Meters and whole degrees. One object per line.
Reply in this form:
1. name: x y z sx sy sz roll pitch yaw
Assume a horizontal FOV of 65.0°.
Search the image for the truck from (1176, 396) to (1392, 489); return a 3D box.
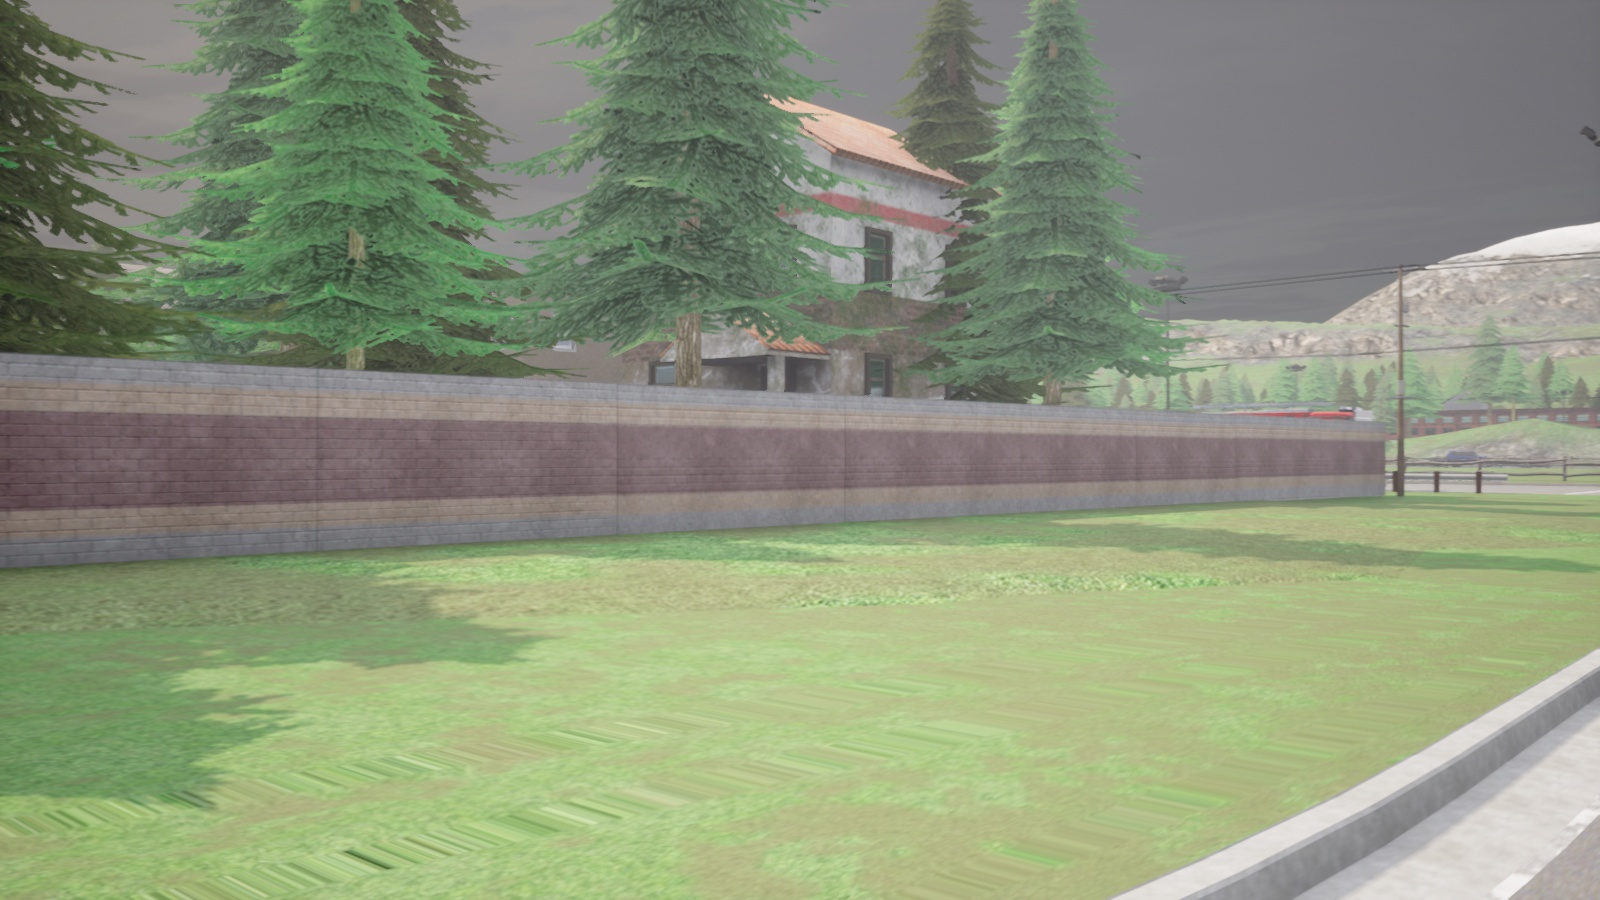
1. truck: 21.411 -0.283 55.957 8.468 3.827 2.891 0 0 41
